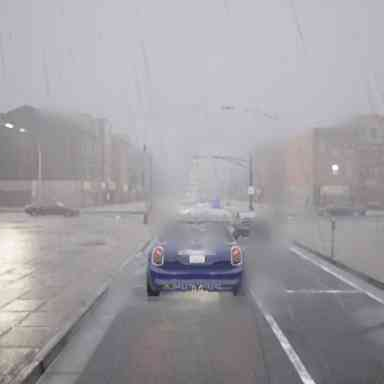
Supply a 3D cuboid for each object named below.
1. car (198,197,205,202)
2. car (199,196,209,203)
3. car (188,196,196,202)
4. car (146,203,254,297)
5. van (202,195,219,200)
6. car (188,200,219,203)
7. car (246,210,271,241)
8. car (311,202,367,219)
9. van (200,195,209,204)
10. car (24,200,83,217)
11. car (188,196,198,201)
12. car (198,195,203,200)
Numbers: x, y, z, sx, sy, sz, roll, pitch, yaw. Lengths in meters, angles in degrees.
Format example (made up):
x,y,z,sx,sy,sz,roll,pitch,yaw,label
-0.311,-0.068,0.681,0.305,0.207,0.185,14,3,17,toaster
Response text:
x,y,z,sx,sy,sz,roll,pitch,yaw,label
2.631,1.952,90.752,1.802,1.307,4.206,-2,-1,0,car
2.627,1.670,74.883,1.967,1.590,4.097,-1,0,0,car
0.011,1.831,83.987,2.128,1.511,4.902,0,-1,0,car
0.098,1.341,8.710,2.097,1.767,4.553,0,0,0,car
2.624,1.385,43.141,1.690,1.788,3.998,-1,0,0,van
1.116,1.545,24.267,1.812,1.442,4.674,-1,-1,19,car
2.628,1.538,16.183,2.008,1.369,4.403,-1,0,0,car
13.678,1.658,31.135,4.902,1.511,2.128,1,1,0,car
2.625,1.531,69.593,1.690,1.788,3.998,-1,0,0,van
-11.715,1.400,28.236,4.674,1.442,1.812,1,1,2,car
0.012,1.818,74.021,1.895,1.301,4.718,0,0,0,car
2.624,1.405,53.723,2.192,1.841,5.009,-1,0,0,car
